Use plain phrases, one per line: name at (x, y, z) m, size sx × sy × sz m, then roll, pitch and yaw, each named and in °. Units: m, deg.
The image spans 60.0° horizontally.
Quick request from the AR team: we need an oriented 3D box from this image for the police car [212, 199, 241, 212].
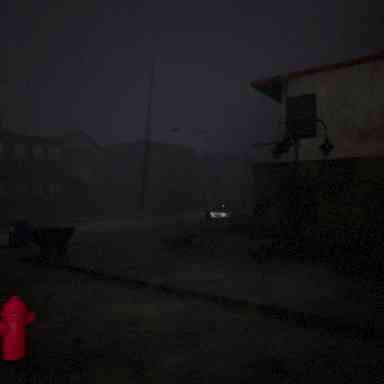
police car at (4.387, 1.694, 42.290) m, size 2.038 × 1.542 × 4.974 m, roll -1°, pitch 0°, yaw 35°
